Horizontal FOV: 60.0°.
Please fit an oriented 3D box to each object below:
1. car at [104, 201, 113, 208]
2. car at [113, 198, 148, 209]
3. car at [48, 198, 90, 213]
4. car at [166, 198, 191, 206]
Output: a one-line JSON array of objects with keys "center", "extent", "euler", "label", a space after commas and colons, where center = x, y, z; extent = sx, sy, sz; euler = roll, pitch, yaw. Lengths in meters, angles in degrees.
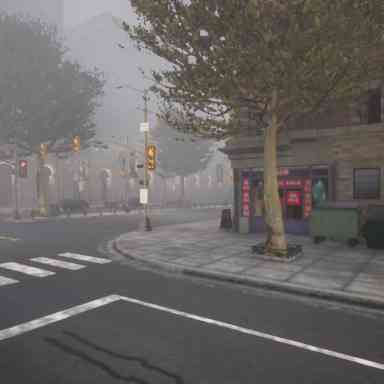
[{"center": [-10.283, 1.595, 47.904], "extent": [1.895, 1.301, 4.718], "euler": [0, 0, 36], "label": "car"}, {"center": [-8.070, 1.526, 45.563], "extent": [1.812, 1.442, 4.674], "euler": [0, 0, 36], "label": "car"}, {"center": [-13.908, 1.505, 37.471], "extent": [1.837, 1.490, 4.892], "euler": [0, 0, 36], "label": "car"}, {"center": [-2.179, 1.601, 53.759], "extent": [1.895, 1.301, 4.718], "euler": [0, 0, 36], "label": "car"}]
